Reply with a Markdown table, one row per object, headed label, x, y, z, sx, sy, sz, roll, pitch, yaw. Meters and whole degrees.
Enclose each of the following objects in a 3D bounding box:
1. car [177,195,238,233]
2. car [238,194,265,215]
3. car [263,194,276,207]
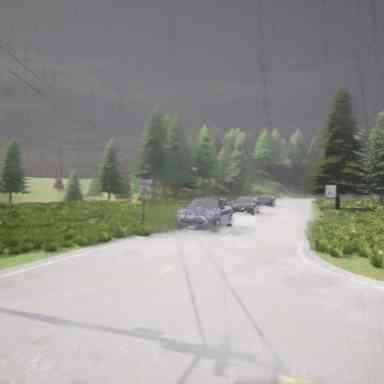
| label | x | y | z | sx | sy | sz | roll | pitch | yaw |
| --- | --- | --- | --- | --- | --- | --- | --- | --- | --- |
| car | 0.779 | 1.057 | 17.676 | 2.097 | 1.767 | 4.553 | 2 | 1 | 20 |
| car | 4.730 | 1.132 | 28.672 | 1.837 | 1.490 | 4.892 | 2 | 1 | 20 |
| car | 9.295 | 1.034 | 41.335 | 1.837 | 1.490 | 4.892 | 2 | 3 | 20 |
